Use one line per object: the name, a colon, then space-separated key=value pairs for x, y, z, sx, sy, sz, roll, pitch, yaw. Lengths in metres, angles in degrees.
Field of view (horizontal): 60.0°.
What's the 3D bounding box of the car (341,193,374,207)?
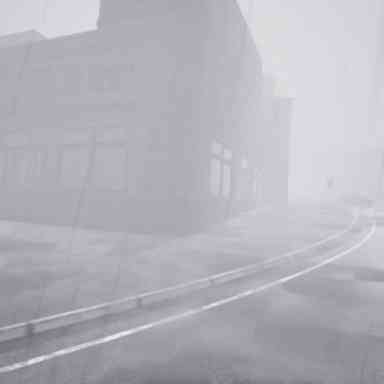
car: x=17.575 y=0.824 z=35.516 sx=1.895 sy=1.301 sz=4.718 roll=2 pitch=2 yaw=7
